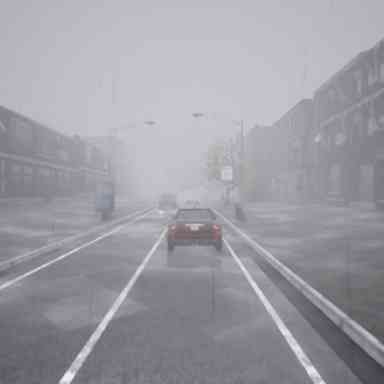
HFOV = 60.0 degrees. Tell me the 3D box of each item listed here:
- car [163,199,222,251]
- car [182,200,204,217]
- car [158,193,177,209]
[{"bbox_3d":[0.101,1.352,14.332,2.097,1.767,4.553,0,0,0],"label":"car"},{"bbox_3d":[0.104,1.528,33.108,2.033,1.411,5.357,0,0,0],"label":"car"},{"bbox_3d":[-3.080,1.151,43.409,2.150,2.045,5.566,0,0,0],"label":"car"}]
